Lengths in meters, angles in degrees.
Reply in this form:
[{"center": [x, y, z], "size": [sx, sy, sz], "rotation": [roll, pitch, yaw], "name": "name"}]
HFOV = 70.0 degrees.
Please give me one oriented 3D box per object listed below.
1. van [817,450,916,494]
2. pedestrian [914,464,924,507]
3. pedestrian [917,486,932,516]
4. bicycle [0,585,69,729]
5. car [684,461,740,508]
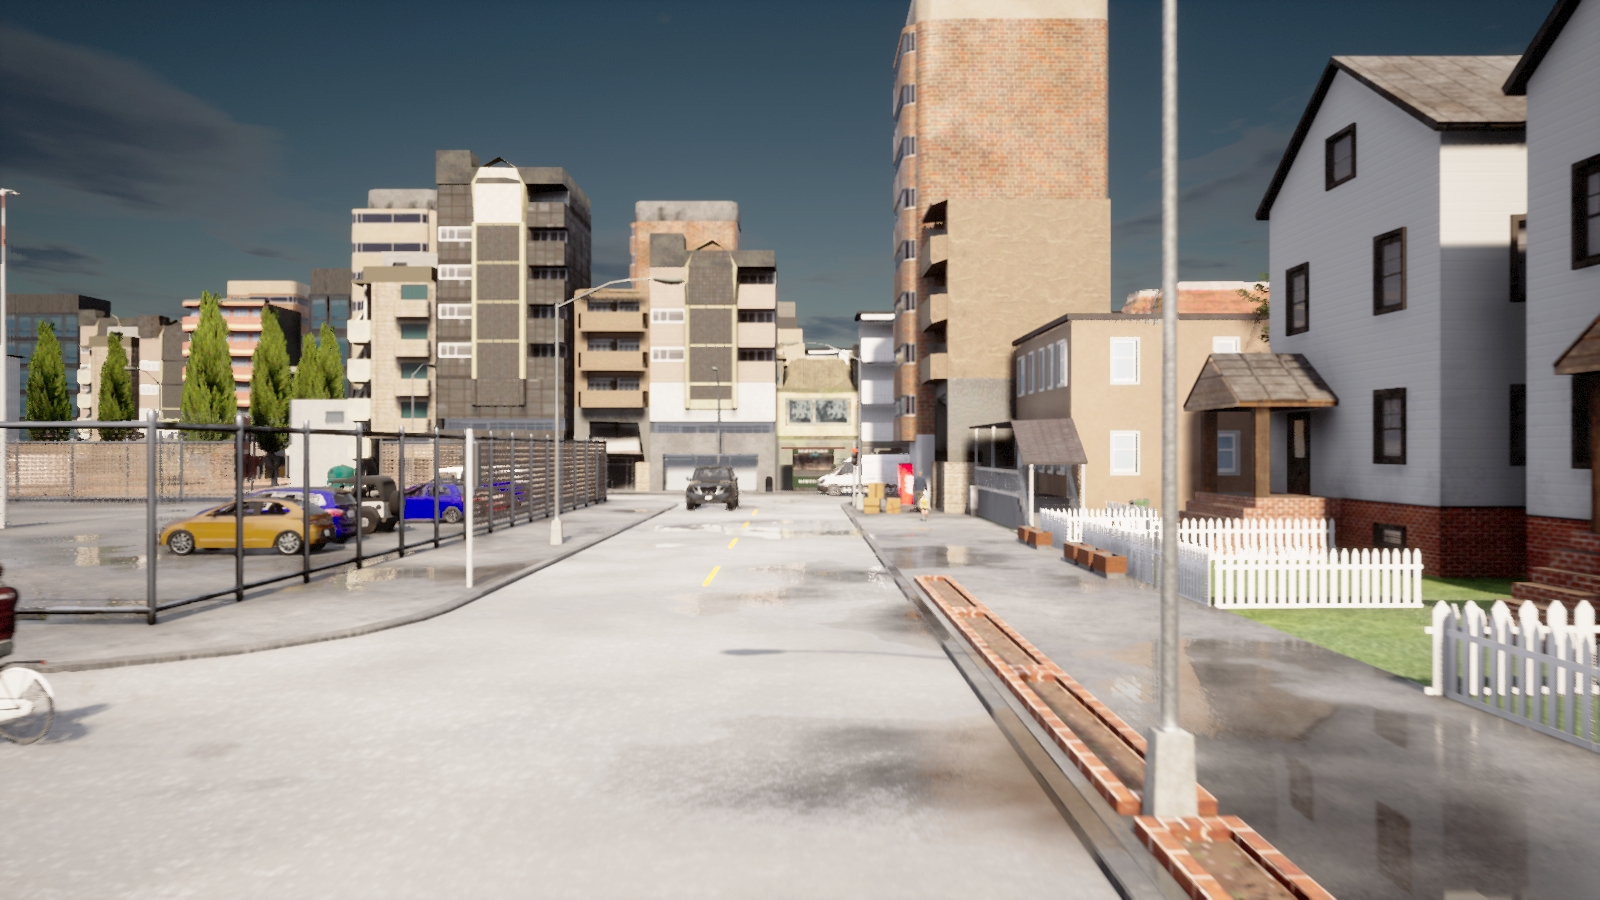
[{"center": [3.979, 1.313, 69.092], "size": [5.915, 2.561, 1.988], "rotation": [0, 0, 0], "name": "van"}, {"center": [5.106, 1.515, 49.069], "size": [0.375, 1.860, 0.375], "rotation": [0, 0, 20], "name": "pedestrian"}, {"center": [4.673, 1.904, 42.791], "size": [0.500, 1.100, 0.500], "rotation": [0, 0, 13], "name": "pedestrian"}, {"center": [-7.926, 1.939, 10.920], "size": [1.835, 1.271, 0.329], "rotation": [0, 2, 11], "name": "bicycle"}, {"center": [-4.072, 1.558, 53.738], "size": [2.150, 2.045, 5.566], "rotation": [0, 0, 0], "name": "car"}]
